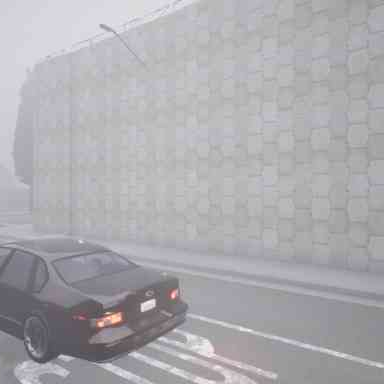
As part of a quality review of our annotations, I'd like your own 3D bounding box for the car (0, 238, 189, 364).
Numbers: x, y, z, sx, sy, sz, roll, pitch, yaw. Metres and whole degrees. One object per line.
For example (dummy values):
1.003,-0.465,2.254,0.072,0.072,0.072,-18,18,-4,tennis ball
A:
-2.628,1.547,5.852,5.357,1.411,2.033,0,0,35,car
